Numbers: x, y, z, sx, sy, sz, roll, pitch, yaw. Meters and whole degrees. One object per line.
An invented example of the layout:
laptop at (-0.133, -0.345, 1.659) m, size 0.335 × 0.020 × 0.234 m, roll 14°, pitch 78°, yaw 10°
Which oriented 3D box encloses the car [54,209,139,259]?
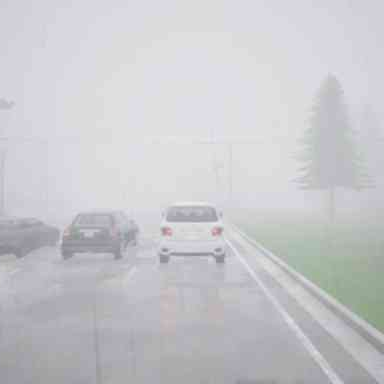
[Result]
car at (-3.482, 1.492, 13.420) m, size 2.097 × 1.767 × 4.553 m, roll 0°, pitch -1°, yaw 0°

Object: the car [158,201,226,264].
car at (0.008, 1.356, 12.564) m, size 2.150 × 2.045 × 5.566 m, roll 0°, pitch 0°, yaw 0°

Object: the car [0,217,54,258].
car at (-6.983, 1.706, 13.476) m, size 1.994 × 1.385 × 4.181 m, roll 0°, pitch -1°, yaw 0°
